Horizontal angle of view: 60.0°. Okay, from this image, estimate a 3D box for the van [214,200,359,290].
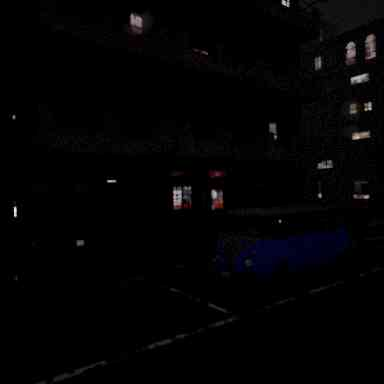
[{"bbox_3d":[2.394,1.246,8.551,3.998,1.788,1.690,-1,0,-37],"label":"van"}]

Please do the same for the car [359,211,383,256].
[{"bbox_3d":[6.825,1.381,11.945,4.403,1.369,2.008,-1,0,-37],"label":"car"}]

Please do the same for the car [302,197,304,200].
[{"bbox_3d":[11.545,0.903,40.958,1.887,1.381,4.507,-2,1,-37],"label":"car"}]
